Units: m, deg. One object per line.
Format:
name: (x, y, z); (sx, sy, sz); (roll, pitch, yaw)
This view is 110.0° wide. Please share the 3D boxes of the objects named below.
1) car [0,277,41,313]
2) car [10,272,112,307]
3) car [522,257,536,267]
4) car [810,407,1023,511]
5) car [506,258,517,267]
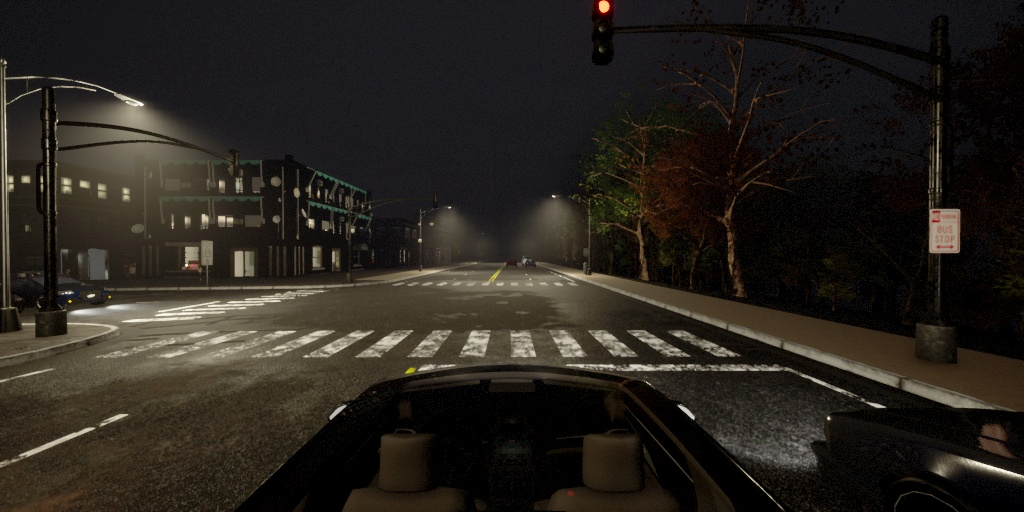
car: (-19.969, 1.565, 12.514); (4.313, 1.339, 1.948); (0, 0, 0)
car: (-19.861, 1.534, 15.220); (4.181, 1.385, 1.994); (-1, 1, 0)
car: (3.226, 1.274, 63.182); (2.033, 1.411, 5.357); (0, 0, 0)
car: (3.354, 1.298, 0.401); (2.033, 1.411, 5.357); (0, 0, 0)
car: (-0.027, 1.204, 63.151); (1.882, 1.535, 5.008); (0, 0, 0)
